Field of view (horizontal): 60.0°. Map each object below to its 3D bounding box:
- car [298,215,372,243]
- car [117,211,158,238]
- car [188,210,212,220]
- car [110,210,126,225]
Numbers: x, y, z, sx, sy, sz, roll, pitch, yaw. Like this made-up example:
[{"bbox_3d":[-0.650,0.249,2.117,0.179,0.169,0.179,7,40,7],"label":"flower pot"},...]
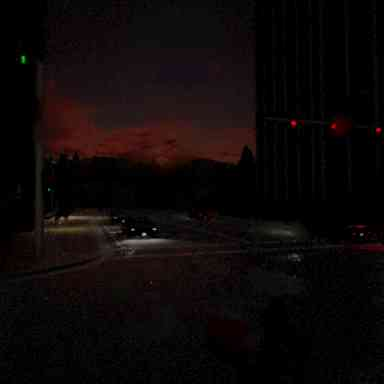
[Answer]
[{"bbox_3d":[8.156,2.072,19.495,2.128,1.511,4.902,-1,-2,-15],"label":"car"},{"bbox_3d":[-3.737,2.294,22.970,2.033,1.411,5.357,0,-2,-18],"label":"car"},{"bbox_3d":[0.977,2.958,43.233,1.895,1.301,4.718,0,-2,-17],"label":"car"},{"bbox_3d":[-7.536,2.624,35.067,1.882,1.535,5.008,0,-2,-17],"label":"car"}]
